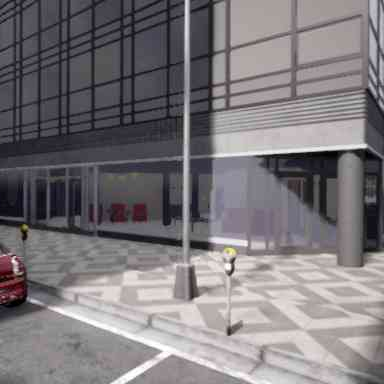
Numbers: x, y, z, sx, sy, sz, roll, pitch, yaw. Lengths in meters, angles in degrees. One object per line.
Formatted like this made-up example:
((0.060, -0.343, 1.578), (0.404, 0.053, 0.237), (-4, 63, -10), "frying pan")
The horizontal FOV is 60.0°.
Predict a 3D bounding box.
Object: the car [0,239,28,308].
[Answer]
((-5.122, 1.414, 6.611), (4.097, 1.590, 1.967), (0, 0, 35), "car")
